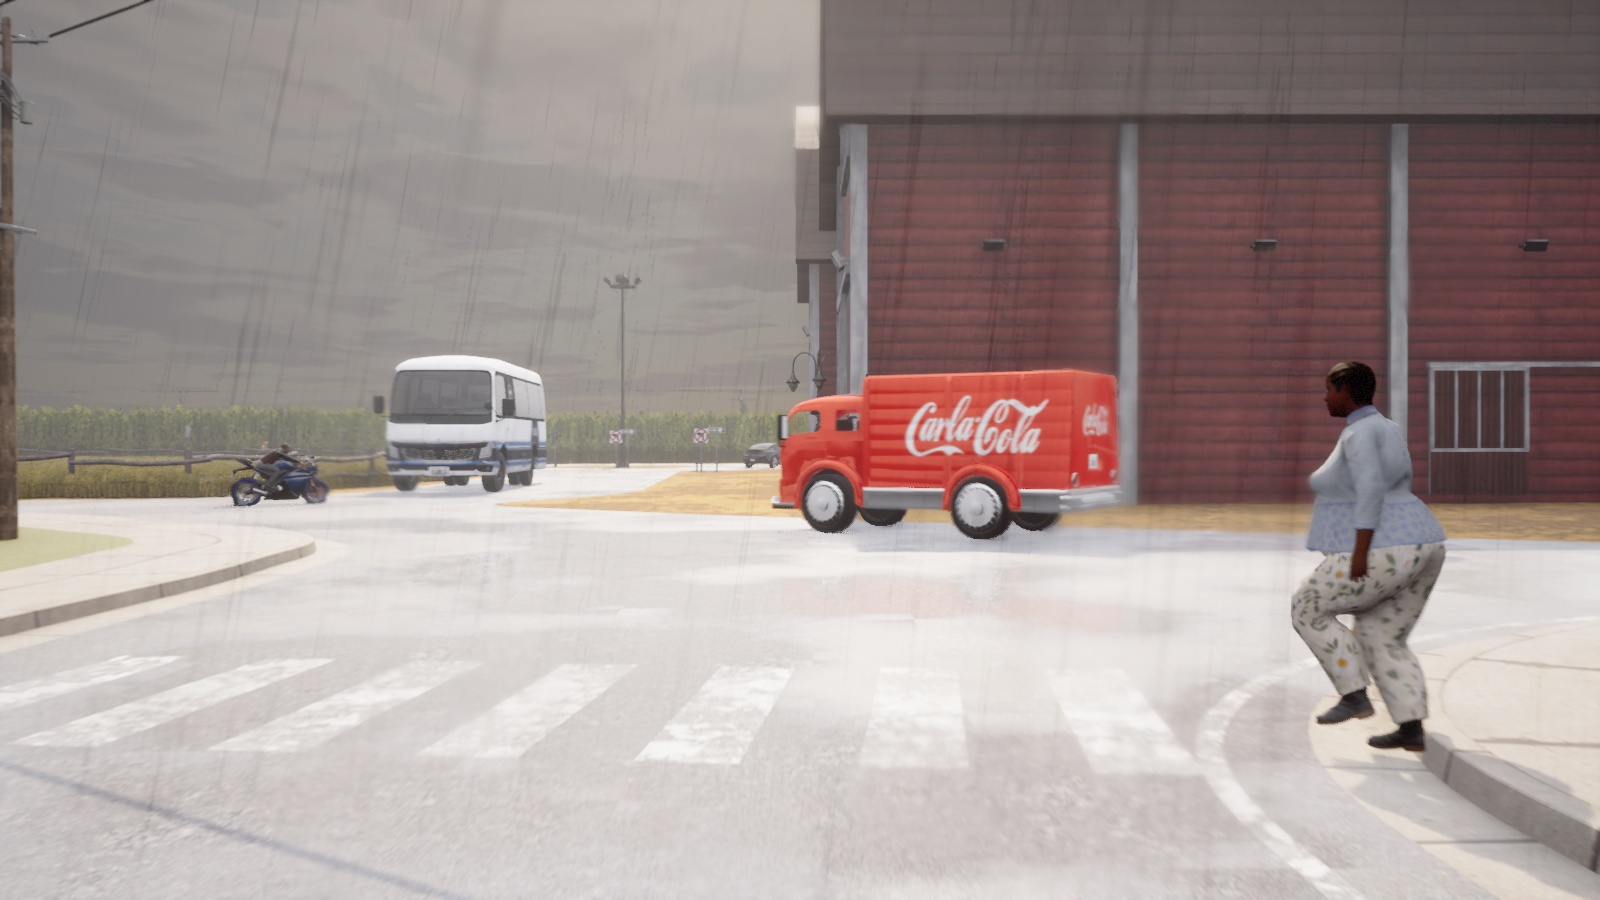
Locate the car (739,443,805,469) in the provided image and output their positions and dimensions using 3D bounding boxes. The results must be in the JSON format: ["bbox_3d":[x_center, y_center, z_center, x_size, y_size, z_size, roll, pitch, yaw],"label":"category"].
[{"bbox_3d":[-1.611,0.326,75.266,1.837,1.490,4.892,1,1,27],"label":"car"}]

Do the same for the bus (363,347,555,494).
[{"bbox_3d":[-10.867,-0.873,41.518,3.944,4.253,10.273,0,0,-2],"label":"bus"}]

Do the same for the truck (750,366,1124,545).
[{"bbox_3d":[2.114,0.072,19.724,5.204,2.467,2.627,0,0,32],"label":"truck"}]

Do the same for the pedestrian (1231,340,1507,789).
[{"bbox_3d":[2.633,0.471,5.814,0.874,1.855,0.900,0,0,-44],"label":"pedestrian"}]

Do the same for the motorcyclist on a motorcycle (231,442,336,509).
[{"bbox_3d":[-12.285,0.590,29.883,2.191,1.530,0.866,0,-1,-33],"label":"motorcyclist on a motorcycle"}]
